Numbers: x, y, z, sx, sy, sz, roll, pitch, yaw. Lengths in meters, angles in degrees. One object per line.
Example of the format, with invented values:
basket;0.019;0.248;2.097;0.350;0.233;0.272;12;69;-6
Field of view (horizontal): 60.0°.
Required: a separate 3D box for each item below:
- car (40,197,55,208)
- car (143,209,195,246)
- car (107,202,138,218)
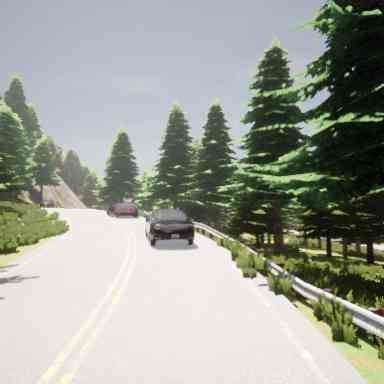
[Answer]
car;-20.295;1.502;46.491;2.128;1.511;4.902;2;-4;-22
car;-1.141;1.515;15.422;2.128;1.511;4.902;1;0;-12
car;-6.310;1.555;29.973;1.994;1.385;4.181;2;-1;-28
